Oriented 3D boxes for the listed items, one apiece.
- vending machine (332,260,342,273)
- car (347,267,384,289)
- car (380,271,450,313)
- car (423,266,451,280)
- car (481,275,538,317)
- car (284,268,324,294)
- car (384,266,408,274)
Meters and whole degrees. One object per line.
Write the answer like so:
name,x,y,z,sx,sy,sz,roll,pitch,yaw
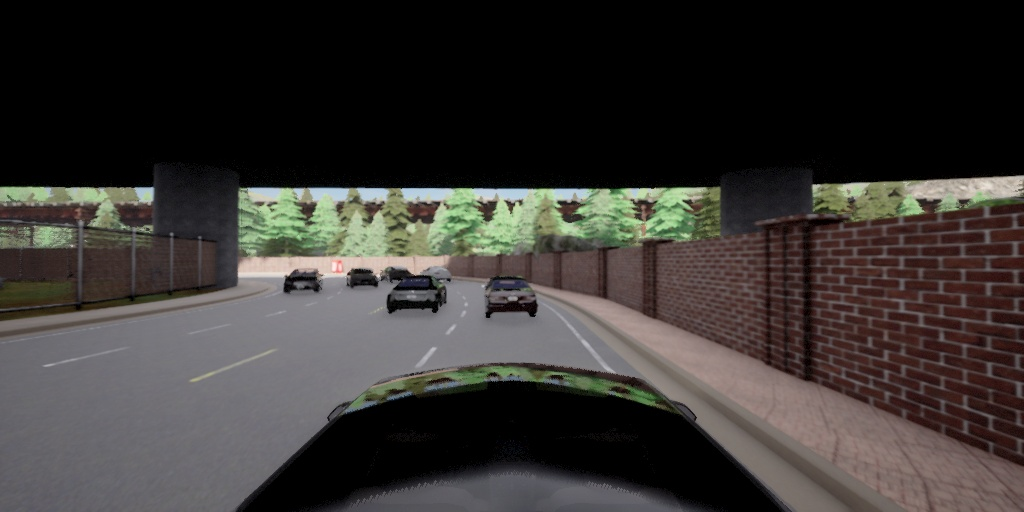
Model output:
vending machine,-25.738,1.635,52.780,0.880,2.100,1.100,0,0,18
car,-11.120,1.592,26.659,1.837,1.490,4.892,1,-1,-29
car,-3.889,1.495,15.142,1.994,1.385,4.181,0,-1,-6
car,-7.332,1.713,34.091,1.812,1.442,4.674,1,-1,-34
car,-0.193,1.464,14.093,2.033,1.411,5.357,0,-1,-5
car,-13.097,1.526,22.757,2.128,1.511,4.902,0,-1,-24
car,-10.841,1.678,33.056,1.837,1.490,4.892,1,-1,-35
